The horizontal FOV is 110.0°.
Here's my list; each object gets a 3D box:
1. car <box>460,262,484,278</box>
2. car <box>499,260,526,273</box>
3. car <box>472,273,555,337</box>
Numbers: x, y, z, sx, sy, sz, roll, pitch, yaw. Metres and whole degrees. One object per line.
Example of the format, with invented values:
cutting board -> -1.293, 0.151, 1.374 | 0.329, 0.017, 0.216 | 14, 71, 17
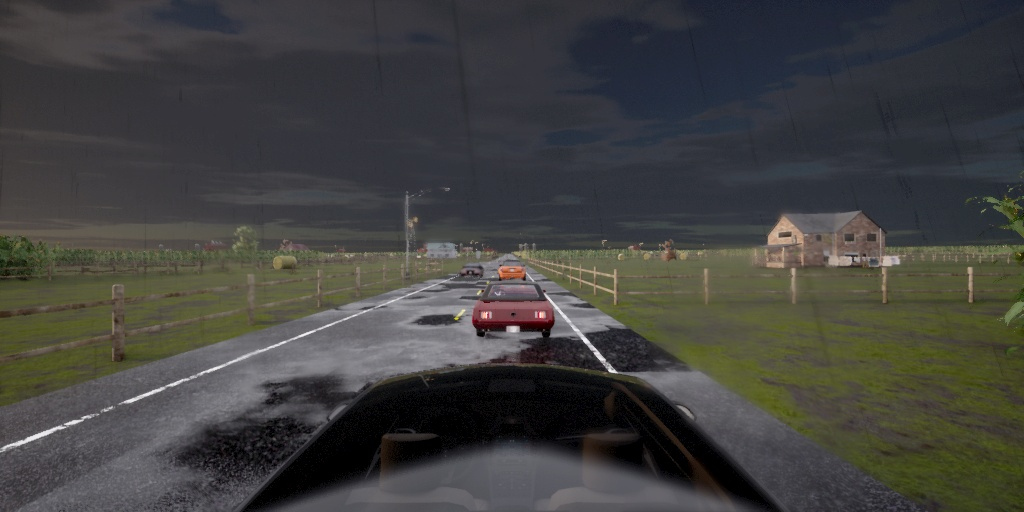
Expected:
car -> -3.666, 1.295, 33.506 | 1.994, 1.385, 4.181 | 0, 0, 0
car -> 0.017, 1.088, 29.010 | 2.097, 1.767, 4.553 | 0, 0, 0
car -> 0.044, 1.350, 10.241 | 1.895, 1.301, 4.718 | 0, 0, 0
